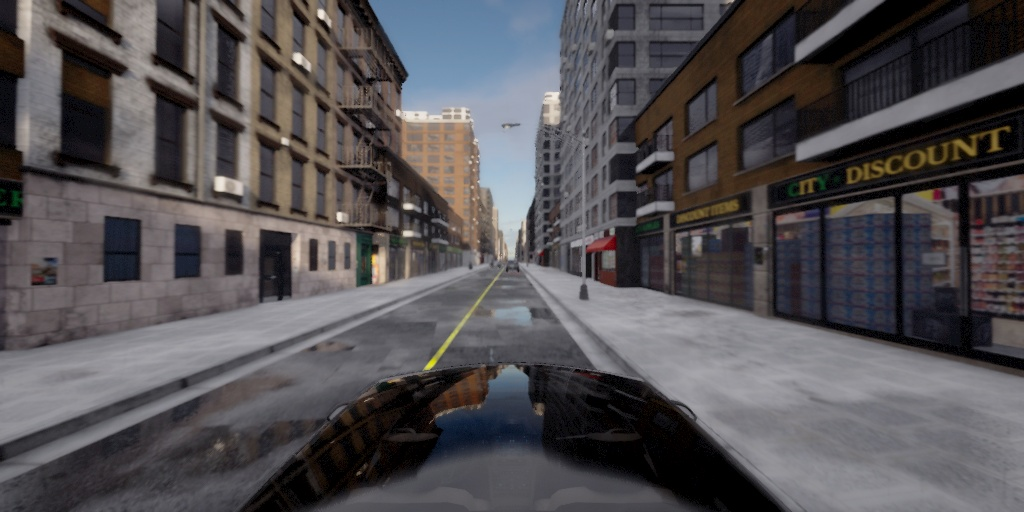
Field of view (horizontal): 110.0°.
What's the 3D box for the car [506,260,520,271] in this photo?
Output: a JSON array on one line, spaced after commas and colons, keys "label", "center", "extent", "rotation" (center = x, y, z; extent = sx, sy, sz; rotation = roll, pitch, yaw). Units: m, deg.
[{"label": "car", "center": [0.094, 1.428, 51.897], "extent": [2.128, 1.511, 4.902], "rotation": [0, 0, 0]}]
